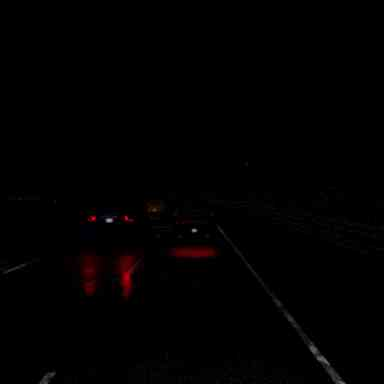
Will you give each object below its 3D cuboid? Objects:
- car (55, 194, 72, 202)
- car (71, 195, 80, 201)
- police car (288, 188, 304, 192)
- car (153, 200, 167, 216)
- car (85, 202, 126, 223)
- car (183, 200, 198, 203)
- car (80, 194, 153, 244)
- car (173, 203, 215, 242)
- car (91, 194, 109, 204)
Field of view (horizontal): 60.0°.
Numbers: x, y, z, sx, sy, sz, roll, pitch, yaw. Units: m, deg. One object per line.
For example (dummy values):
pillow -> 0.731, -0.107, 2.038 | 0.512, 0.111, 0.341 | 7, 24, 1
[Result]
car -> -25.542, 1.367, 66.900 | 2.150, 2.045, 5.566 | 0, 0, -1
car -> -22.044, 1.669, 67.015 | 2.128, 1.511, 4.902 | 0, 0, -1
police car -> 24.894, -0.442, 79.810 | 1.930, 1.638, 5.238 | 0, -4, -14
car -> -3.655, 1.574, 34.353 | 1.882, 1.535, 5.008 | 0, 0, -1
car -> -7.008, 1.624, 27.590 | 2.033, 1.411, 5.357 | 0, 0, -1
car -> -0.154, 1.575, 34.345 | 1.882, 1.535, 5.008 | 0, 0, -1
car -> -3.414, 1.264, 16.317 | 2.150, 2.045, 5.566 | 0, 0, -1
car -> 0.093, 1.522, 16.825 | 1.882, 1.535, 5.008 | 0, 0, 0
car -> -18.544, 1.370, 67.070 | 2.150, 2.045, 5.566 | 0, 0, -1
